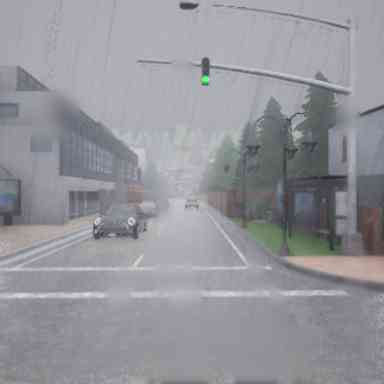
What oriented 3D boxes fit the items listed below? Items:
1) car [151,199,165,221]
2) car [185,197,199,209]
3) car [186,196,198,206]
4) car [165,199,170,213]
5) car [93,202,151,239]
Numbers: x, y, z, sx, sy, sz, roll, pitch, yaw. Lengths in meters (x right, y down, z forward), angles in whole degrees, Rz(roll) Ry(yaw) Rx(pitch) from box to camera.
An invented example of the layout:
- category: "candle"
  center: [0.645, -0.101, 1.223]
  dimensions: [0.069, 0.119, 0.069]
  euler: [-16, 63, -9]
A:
- category: "car"
  center: [-3.596, 1.545, 27.586]
  dimensions: [1.812, 1.442, 4.674]
  euler: [0, 0, 0]
- category: "car"
  center: [-0.002, 1.640, 46.799]
  dimensions: [1.895, 1.301, 4.718]
  euler: [0, 0, 0]
- category: "car"
  center: [-0.006, 1.524, 56.835]
  dimensions: [1.882, 1.535, 5.008]
  euler: [0, 0, 0]
- category: "car"
  center: [-3.562, 1.518, 37.920]
  dimensions: [2.128, 1.511, 4.902]
  euler: [0, 0, 0]
- category: "car"
  center: [-3.599, 1.363, 17.351]
  dimensions: [2.097, 1.767, 4.553]
  euler: [0, 0, 0]
